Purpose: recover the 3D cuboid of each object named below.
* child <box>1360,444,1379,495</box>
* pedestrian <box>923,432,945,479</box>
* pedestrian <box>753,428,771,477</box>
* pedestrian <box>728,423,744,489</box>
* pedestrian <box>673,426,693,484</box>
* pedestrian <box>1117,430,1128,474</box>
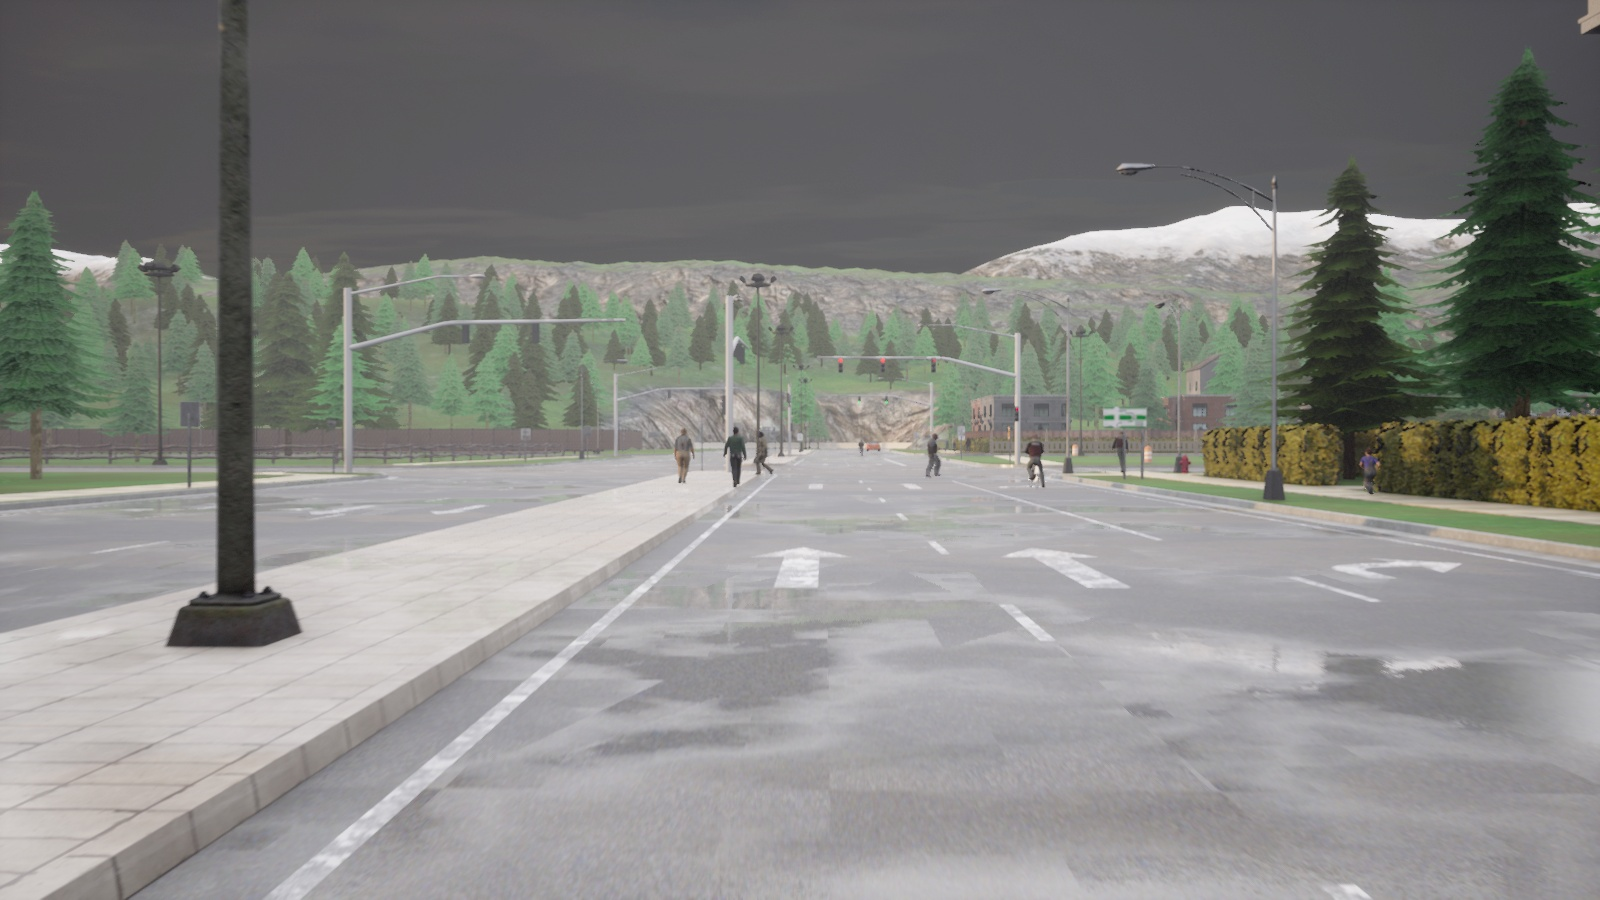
[{"bbox_3d":[14.153,0.488,31.191,0.270,1.263,0.437,0,0,0],"label":"child"},{"bbox_3d":[5.451,0.229,51.147,0.849,1.883,0.563,0,0,-1],"label":"pedestrian"},{"bbox_3d":[-1.541,0.099,50.435,0.692,1.930,0.396,0,0,3],"label":"pedestrian"},{"bbox_3d":[-1.901,0.170,37.328,0.423,1.949,0.788,0,0,1],"label":"pedestrian"},{"bbox_3d":[-3.726,0.154,39.941,0.540,1.848,0.694,0,0,2],"label":"pedestrian"},{"bbox_3d":[13.719,0.072,53.475,0.376,1.854,0.720,0,0,8],"label":"pedestrian"}]
